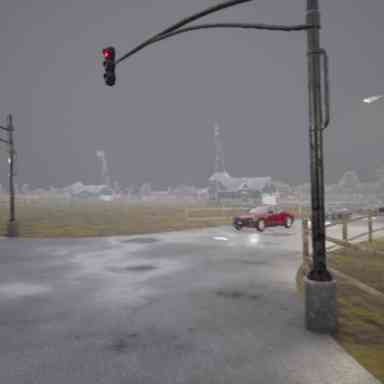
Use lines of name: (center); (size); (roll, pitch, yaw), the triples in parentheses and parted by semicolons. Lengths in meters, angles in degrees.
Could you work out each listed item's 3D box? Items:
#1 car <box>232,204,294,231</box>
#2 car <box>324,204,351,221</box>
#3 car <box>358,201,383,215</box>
car: (4.626, 1.564, 21.336); (5.008, 1.535, 1.882); (0, -2, -44)
car: (11.766, 1.702, 28.148); (4.181, 1.385, 1.994); (0, -2, -43)
car: (19.296, 1.689, 35.344); (4.902, 1.511, 2.128); (0, -2, -44)
